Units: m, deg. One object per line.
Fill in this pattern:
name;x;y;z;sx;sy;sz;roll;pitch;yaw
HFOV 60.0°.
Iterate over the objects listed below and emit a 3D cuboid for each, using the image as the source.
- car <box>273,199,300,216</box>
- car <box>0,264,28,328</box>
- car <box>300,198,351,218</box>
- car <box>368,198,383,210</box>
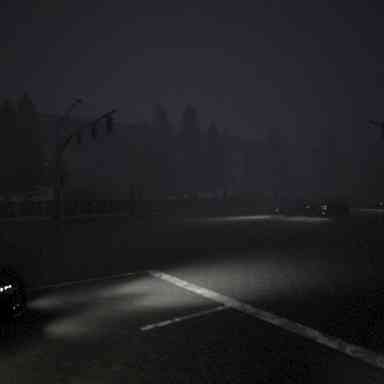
car;9.993;1.467;32.635;4.902;1.511;2.128;0;0;-36
car;-4.978;1.493;4.517;4.902;1.511;2.128;0;0;-35
car;12.298;1.327;29.979;4.553;1.767;2.097;0;0;-36
car;24.807;1.484;43.214;4.674;1.442;1.812;0;0;-36
